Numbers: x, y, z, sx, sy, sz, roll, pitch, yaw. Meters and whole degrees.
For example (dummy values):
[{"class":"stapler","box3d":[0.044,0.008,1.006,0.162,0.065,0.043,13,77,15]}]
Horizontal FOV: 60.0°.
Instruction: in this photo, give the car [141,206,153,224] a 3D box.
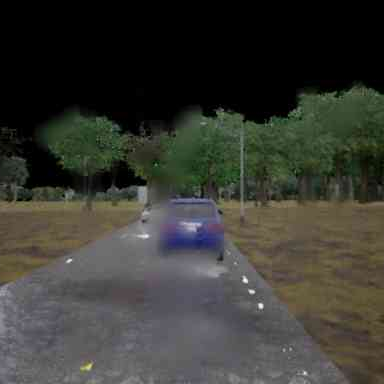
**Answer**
[{"class":"car","box3d":[-2.819,1.772,26.438,1.895,1.301,4.718,0,0,0]}]

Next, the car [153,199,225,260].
[{"class":"car","box3d":[0.047,1.295,12.865,2.150,2.045,5.566,0,-1,1]}]

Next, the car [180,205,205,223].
[{"class":"car","box3d":[0.056,1.784,28.092,1.895,1.301,4.718,0,0,0]}]
